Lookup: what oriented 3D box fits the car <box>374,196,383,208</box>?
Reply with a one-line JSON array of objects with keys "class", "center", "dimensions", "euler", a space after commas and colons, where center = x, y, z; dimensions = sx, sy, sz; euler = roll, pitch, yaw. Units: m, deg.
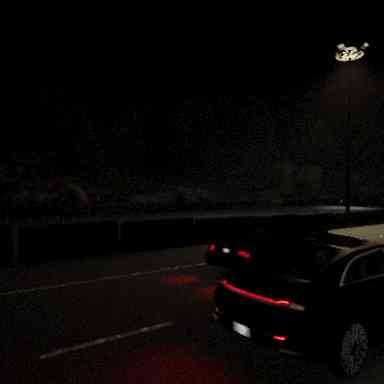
[{"class": "car", "center": [27.454, 1.106, 44.951], "dimensions": [5.566, 2.045, 2.150], "euler": [0, 0, -35]}]

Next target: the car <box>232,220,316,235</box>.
[{"class": "car", "center": [2.929, 1.587, 10.127], "dimensions": [5.357, 1.411, 2.033], "euler": [0, 0, -35]}]

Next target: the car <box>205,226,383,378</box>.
[{"class": "car", "center": [2.594, 1.521, 5.591], "dimensions": [4.902, 1.511, 2.128], "euler": [0, 0, -35]}]

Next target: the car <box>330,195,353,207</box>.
[{"class": "car", "center": [22.932, 1.240, 50.328], "dimensions": [4.553, 1.767, 2.097], "euler": [-1, 0, -35]}]

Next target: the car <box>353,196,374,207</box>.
[{"class": "car", "center": [25.800, 1.478, 48.063], "dimensions": [4.718, 1.301, 1.895], "euler": [-1, 0, -35]}]
